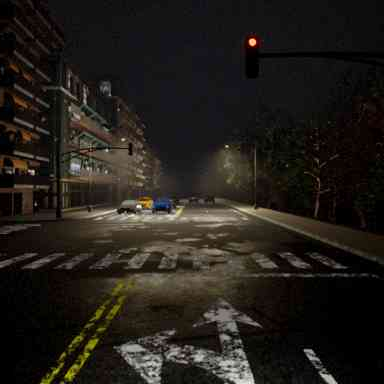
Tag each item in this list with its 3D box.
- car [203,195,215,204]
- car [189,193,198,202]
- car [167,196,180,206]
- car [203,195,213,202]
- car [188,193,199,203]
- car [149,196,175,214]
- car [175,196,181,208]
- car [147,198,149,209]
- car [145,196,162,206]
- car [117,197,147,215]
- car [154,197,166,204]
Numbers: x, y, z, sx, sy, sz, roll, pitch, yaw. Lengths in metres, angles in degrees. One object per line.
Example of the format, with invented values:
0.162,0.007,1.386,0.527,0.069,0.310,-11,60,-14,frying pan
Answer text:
3.532,1.525,66.065,1.837,1.490,4.892,0,0,0,car
0.327,1.253,76.576,2.150,2.045,5.566,0,0,0,car
-3.014,1.518,55.887,1.837,1.490,4.892,0,0,0,car
3.576,1.498,76.485,2.033,1.411,5.357,0,0,0,car
0.384,1.512,66.486,2.128,1.511,4.902,0,0,0,car
-3.186,1.482,36.345,1.882,1.535,5.008,0,0,1,car
-3.098,1.500,45.825,2.128,1.511,4.902,0,0,1,car
-6.362,1.485,44.559,1.882,1.535,5.008,0,0,1,car
-6.270,1.504,54.699,2.128,1.511,4.902,0,0,0,car
-6.444,1.552,34.906,2.033,1.411,5.357,0,0,0,car
-6.223,1.620,65.023,1.895,1.301,4.718,0,0,0,car
